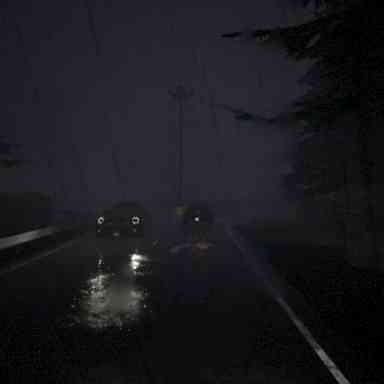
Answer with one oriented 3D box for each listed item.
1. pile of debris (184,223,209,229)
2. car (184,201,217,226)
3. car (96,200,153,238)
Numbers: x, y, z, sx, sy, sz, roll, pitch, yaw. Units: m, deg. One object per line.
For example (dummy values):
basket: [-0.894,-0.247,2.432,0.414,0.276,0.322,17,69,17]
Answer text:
pile of debris: [0.281,2.064,20.265,1.500,0.140,1.860,0,0,1]
car: [0.553,1.382,22.364,1.837,1.490,4.892,0,0,6]
car: [-3.280,1.256,16.833,2.097,1.767,4.553,0,1,1]
